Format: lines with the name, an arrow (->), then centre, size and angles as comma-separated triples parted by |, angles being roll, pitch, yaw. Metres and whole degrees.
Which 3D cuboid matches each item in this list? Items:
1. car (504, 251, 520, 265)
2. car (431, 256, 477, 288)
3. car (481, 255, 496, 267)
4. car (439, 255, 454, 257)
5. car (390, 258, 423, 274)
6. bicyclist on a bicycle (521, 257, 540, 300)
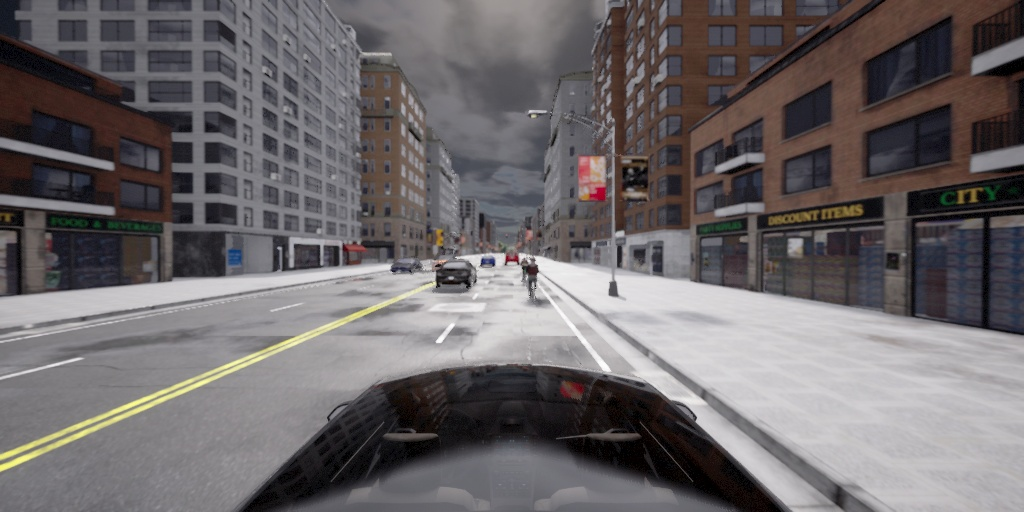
car -> 0.007, 0.288, 55.565 | 2.150, 2.045, 5.566 | 0, 1, 0
car -> -3.174, 0.979, 21.142 | 1.882, 1.535, 5.008 | 0, 1, 0
car -> -3.211, 0.624, 49.101 | 1.882, 1.535, 5.008 | 0, 1, 0
car -> -6.635, 0.665, 35.960 | 2.097, 1.767, 4.553 | 0, 1, 0
car -> -9.887, 0.884, 34.070 | 2.033, 1.411, 5.357 | 0, 1, 0
bicyclist on a bicycle -> 0.875, 0.945, 15.387 | 0.659, 1.776, 1.843 | 0, 1, 0
